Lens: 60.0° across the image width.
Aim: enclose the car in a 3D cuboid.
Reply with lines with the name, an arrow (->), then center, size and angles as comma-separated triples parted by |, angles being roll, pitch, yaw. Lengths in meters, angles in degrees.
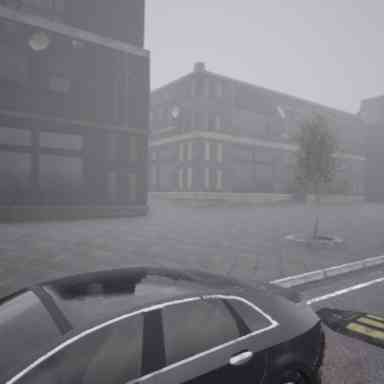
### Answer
car -> -0.868, 1.507, 2.751 | 4.892, 1.490, 1.837 | 0, 0, -36
